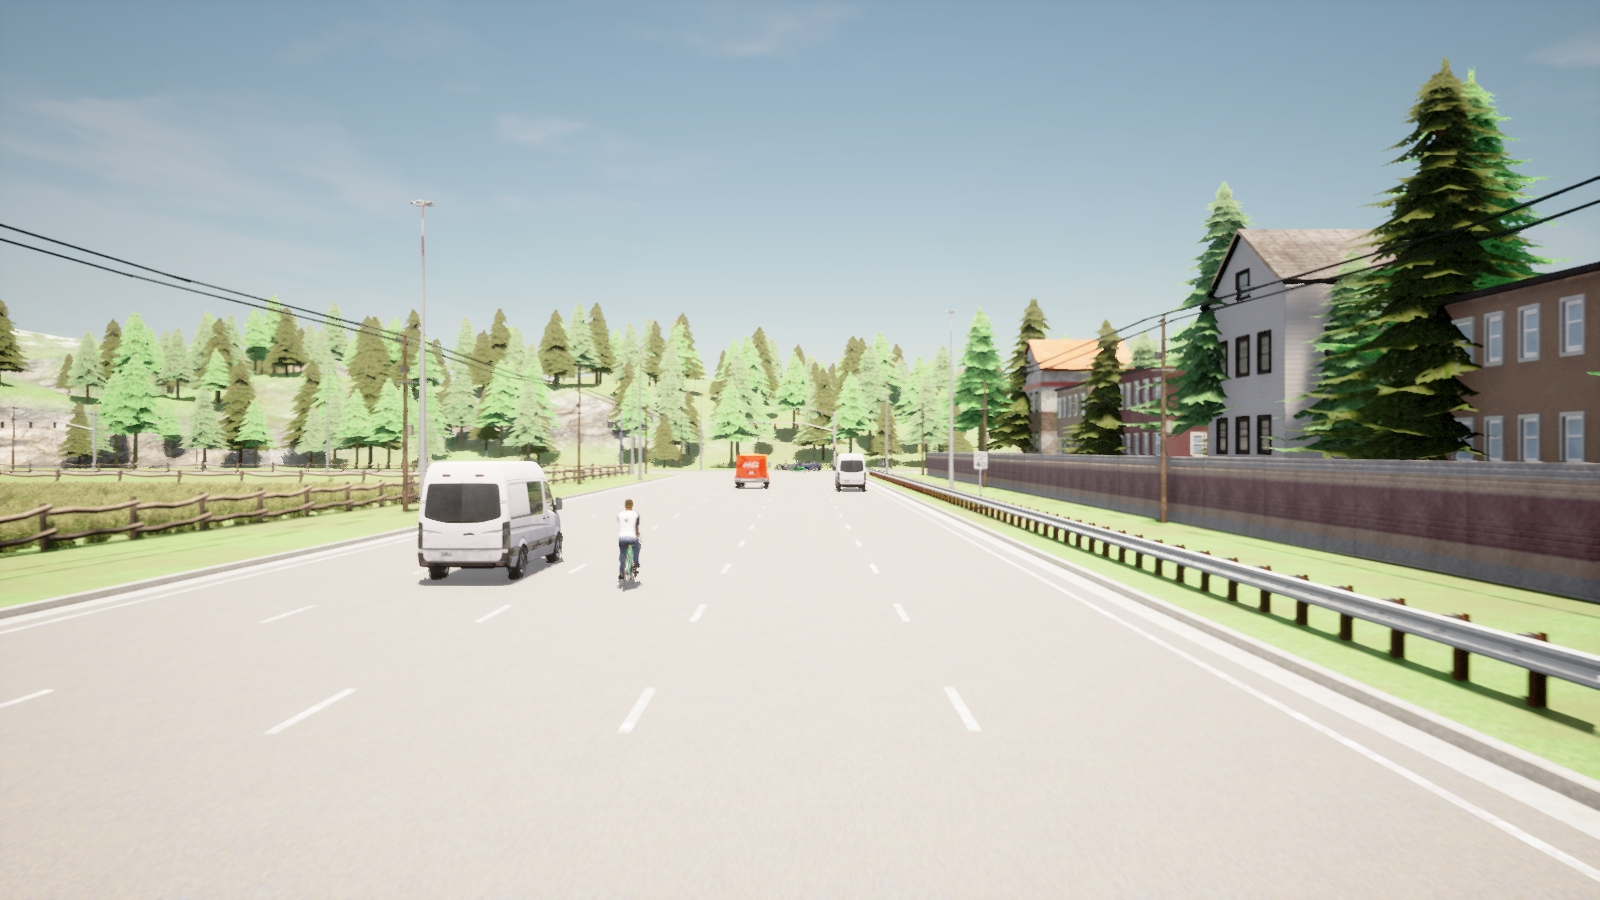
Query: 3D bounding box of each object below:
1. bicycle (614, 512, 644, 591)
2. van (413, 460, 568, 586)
[{"bbox_3d":[-3.498,2.056,23.462,0.373,1.496,1.643,0,0,0],"label":"bicycle"},{"bbox_3d":[-6.994,1.534,26.547,1.988,2.561,5.915,0,0,0],"label":"van"}]
